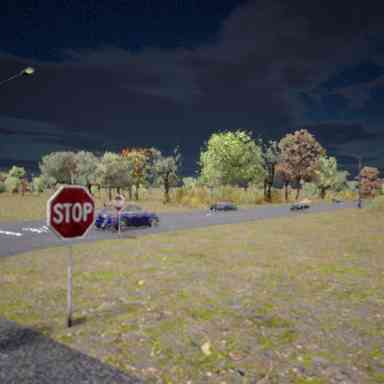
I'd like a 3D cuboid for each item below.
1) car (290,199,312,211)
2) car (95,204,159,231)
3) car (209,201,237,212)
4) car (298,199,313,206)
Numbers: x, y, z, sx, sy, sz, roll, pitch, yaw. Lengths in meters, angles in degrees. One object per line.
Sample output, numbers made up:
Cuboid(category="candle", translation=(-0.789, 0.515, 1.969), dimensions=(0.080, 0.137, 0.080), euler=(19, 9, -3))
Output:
Cuboid(category="car", translation=(17.268, 2.293, 52.925), dimensions=(1.895, 1.301, 4.718), euler=(1, 0, 36))
Cuboid(category="car", translation=(-4.329, 1.611, 22.939), dimensions=(2.097, 1.767, 4.553), euler=(1, 0, 36))
Cuboid(category="car", translation=(4.488, 2.039, 47.164), dimensions=(2.033, 1.411, 5.357), euler=(1, 0, 36))
Cuboid(category="car", translation=(26.467, 2.382, 77.662), dimensions=(1.882, 1.535, 5.008), euler=(1, 0, 36))
